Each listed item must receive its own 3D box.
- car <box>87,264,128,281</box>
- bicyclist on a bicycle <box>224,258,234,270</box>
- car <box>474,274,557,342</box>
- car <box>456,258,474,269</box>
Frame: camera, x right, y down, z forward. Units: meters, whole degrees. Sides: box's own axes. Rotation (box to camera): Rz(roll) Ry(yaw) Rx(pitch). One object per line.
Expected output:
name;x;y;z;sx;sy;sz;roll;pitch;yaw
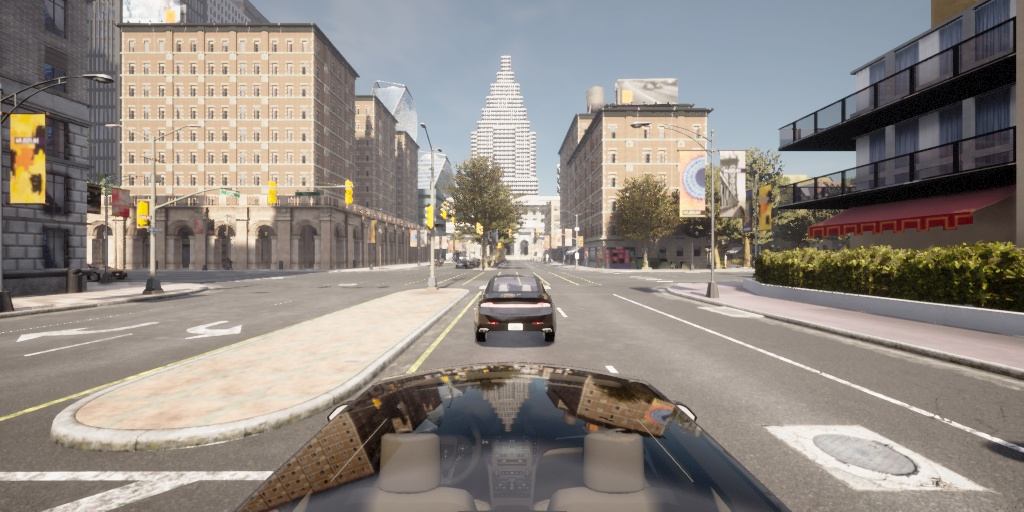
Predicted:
car;-34.159;1.314;29.234;4.181;1.385;1.994;0;0;0
bicyclist on a bicycle;-37.237;1.050;47.188;0.582;1.620;1.656;0;0;0
car;0.082;1.242;9.778;2.128;1.511;4.902;0;0;0
car;-8.002;1.241;58.527;2.128;1.511;4.902;0;0;0
